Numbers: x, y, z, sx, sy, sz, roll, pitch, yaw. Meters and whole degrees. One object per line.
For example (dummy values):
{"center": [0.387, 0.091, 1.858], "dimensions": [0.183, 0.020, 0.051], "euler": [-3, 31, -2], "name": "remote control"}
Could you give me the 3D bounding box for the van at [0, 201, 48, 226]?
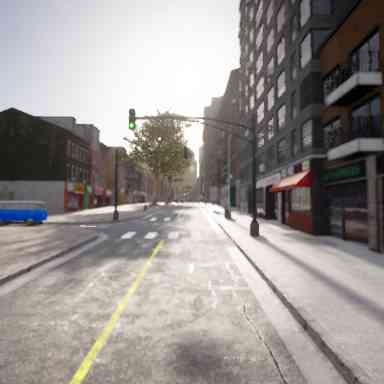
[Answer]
{"center": [-12.926, 1.572, 24.879], "dimensions": [3.998, 1.788, 1.690], "euler": [0, -2, 0], "name": "van"}
